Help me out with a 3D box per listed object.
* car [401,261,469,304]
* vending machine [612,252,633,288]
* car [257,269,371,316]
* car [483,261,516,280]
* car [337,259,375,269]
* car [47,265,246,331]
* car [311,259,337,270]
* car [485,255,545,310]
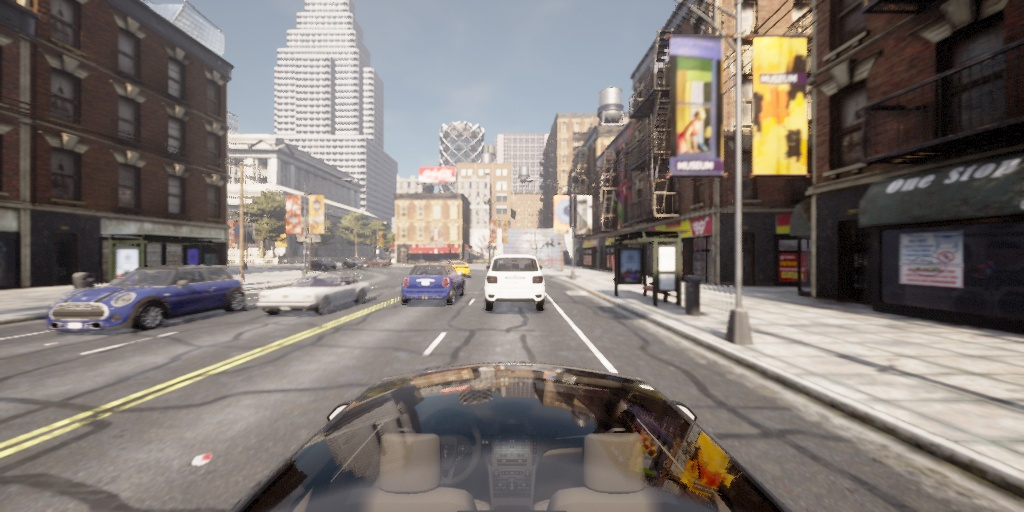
[{"bbox_3d":[-3.398,1.091,16.239,2.097,1.767,4.553,0,0,0],"label":"car"},{"bbox_3d":[7.377,0.927,24.434,1.100,2.100,0.880,0,0,-1],"label":"vending machine"},{"bbox_3d":[-7.107,1.342,13.445,1.895,1.301,4.718,0,0,0],"label":"car"},{"bbox_3d":[-1.242,1.217,32.595,2.128,1.511,4.902,0,0,-12],"label":"car"},{"bbox_3d":[-22.665,1.202,52.089,4.902,1.511,2.128,0,0,35],"label":"car"},{"bbox_3d":[-10.619,1.095,10.944,2.097,1.767,4.553,0,0,0],"label":"car"},{"bbox_3d":[-26.632,1.216,50.517,4.892,1.490,1.837,1,0,32],"label":"car"},{"bbox_3d":[0.102,0.962,14.743,2.150,2.045,5.566,0,0,0],"label":"car"}]
